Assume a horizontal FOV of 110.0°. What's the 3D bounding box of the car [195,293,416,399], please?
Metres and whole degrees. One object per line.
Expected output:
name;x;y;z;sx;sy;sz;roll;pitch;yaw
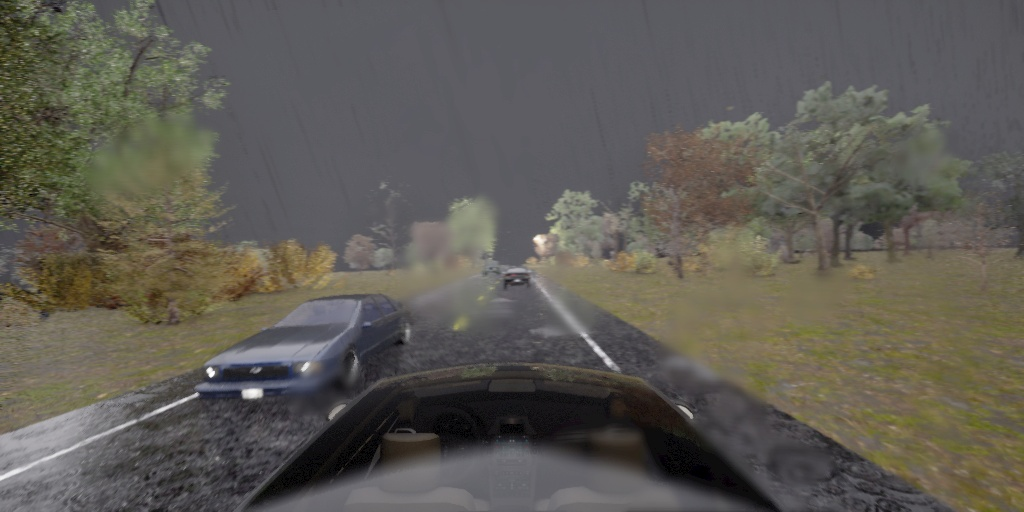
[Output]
car;-3.574;1.538;7.617;2.033;1.411;5.357;-3;-1;1

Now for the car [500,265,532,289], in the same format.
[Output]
car;0.382;1.492;25.948;1.882;1.535;5.008;-3;-1;1

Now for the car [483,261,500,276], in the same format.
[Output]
car;-2.837;1.717;51.381;2.150;2.045;5.566;-3;-1;1
